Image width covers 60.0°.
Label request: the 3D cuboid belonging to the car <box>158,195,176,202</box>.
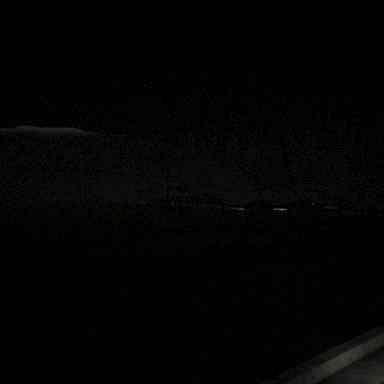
[{"bbox_3d":[-5.615,1.446,73.494,1.837,1.490,4.892,0,0,-35],"label":"car"}]

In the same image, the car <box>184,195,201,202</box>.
[{"bbox_3d":[0.122,1.495,77.505,1.994,1.385,4.181,0,0,-35],"label":"car"}]

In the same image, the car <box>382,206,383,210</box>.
[{"bbox_3d":[22.146,1.547,33.310,2.033,1.411,5.357,0,0,-31],"label":"car"}]

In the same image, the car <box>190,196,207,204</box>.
[{"bbox_3d":[0.195,1.505,65.188,1.837,1.490,4.892,0,0,-35],"label":"car"}]

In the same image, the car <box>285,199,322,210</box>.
[{"bbox_3d":[13.409,1.525,40.205,1.812,1.442,4.674,0,0,-34],"label":"car"}]

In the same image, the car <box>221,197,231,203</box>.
[{"bbox_3d":[5.958,1.601,69.162,1.895,1.301,4.718,0,0,-35],"label":"car"}]

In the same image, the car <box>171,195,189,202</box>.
[{"bbox_3d":[-2.746,1.443,75.499,1.837,1.490,4.892,0,0,-35],"label":"car"}]

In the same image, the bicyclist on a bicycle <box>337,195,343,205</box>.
[{"bbox_3d":[23.074,1.302,51.786,1.656,1.620,0.582,0,0,-35],"label":"bicyclist on a bicycle"}]

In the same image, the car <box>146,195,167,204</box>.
[{"bbox_3d":[-6.986,1.477,63.351,1.882,1.535,5.008,0,0,-35],"label":"car"}]

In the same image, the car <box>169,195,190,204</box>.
[{"bbox_3d":[-2.973,1.506,63.702,1.837,1.490,4.892,0,0,-35],"label":"car"}]

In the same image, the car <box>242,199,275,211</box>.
[{"bbox_3d":[8.246,1.564,41.554,1.994,1.385,4.181,0,0,-34],"label":"car"}]

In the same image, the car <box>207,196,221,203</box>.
[{"bbox_3d":[3.111,1.505,67.126,1.837,1.490,4.892,0,0,-35],"label":"car"}]
